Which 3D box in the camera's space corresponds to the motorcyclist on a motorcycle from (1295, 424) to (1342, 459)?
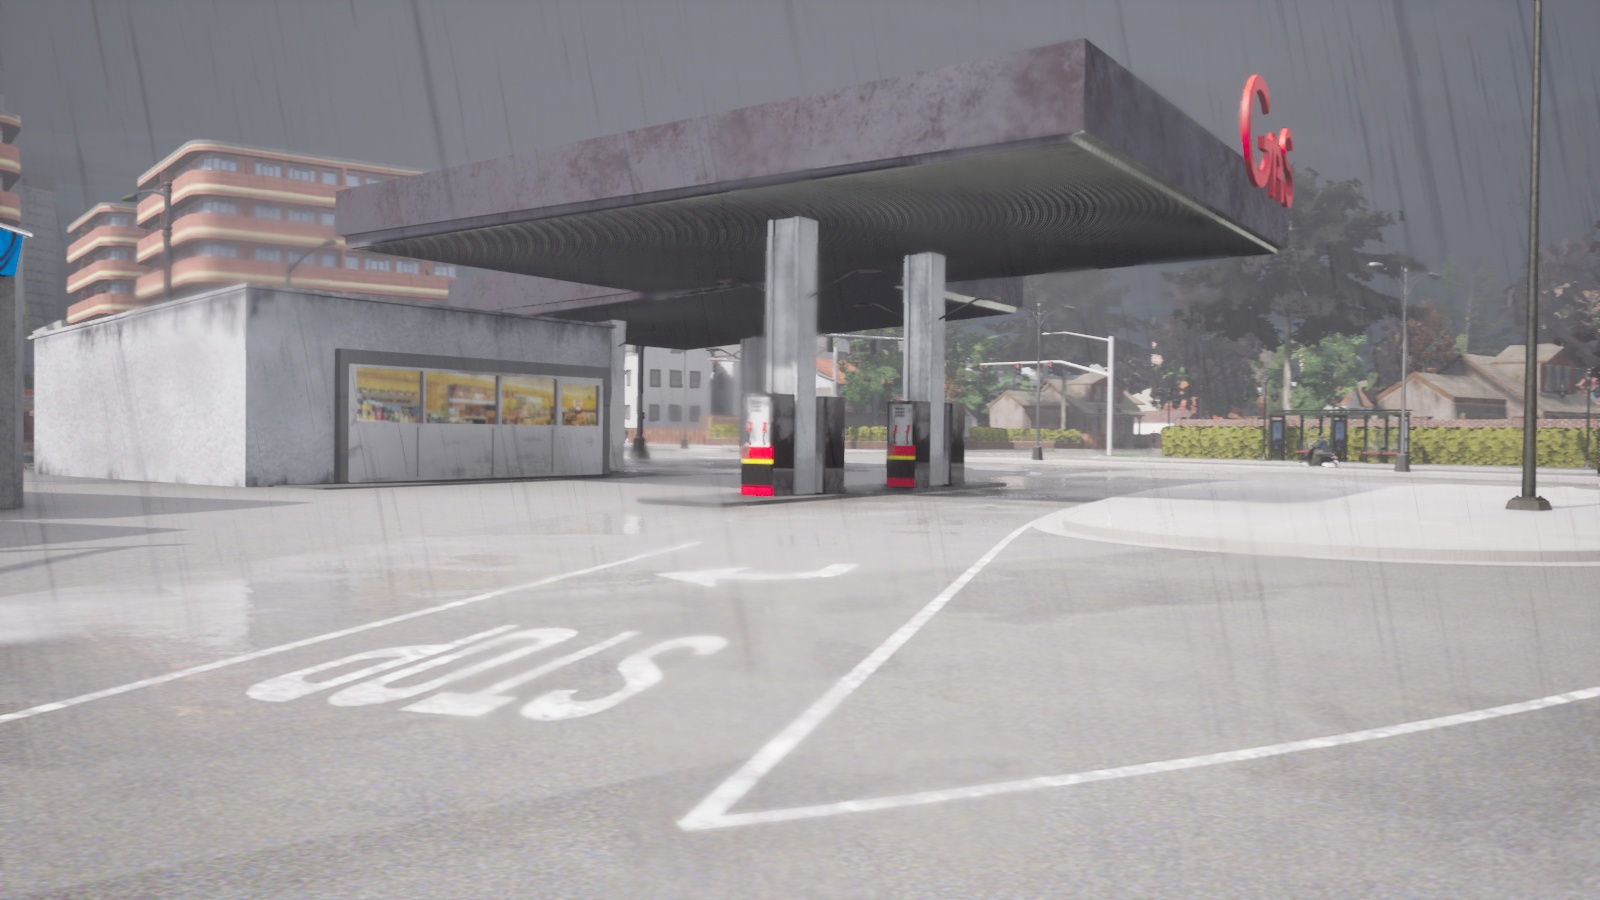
[{"bbox_3d":[24.001,-0.400,58.142,0.866,1.590,1.817,-1,1,-39],"label":"motorcyclist on a motorcycle"}]
